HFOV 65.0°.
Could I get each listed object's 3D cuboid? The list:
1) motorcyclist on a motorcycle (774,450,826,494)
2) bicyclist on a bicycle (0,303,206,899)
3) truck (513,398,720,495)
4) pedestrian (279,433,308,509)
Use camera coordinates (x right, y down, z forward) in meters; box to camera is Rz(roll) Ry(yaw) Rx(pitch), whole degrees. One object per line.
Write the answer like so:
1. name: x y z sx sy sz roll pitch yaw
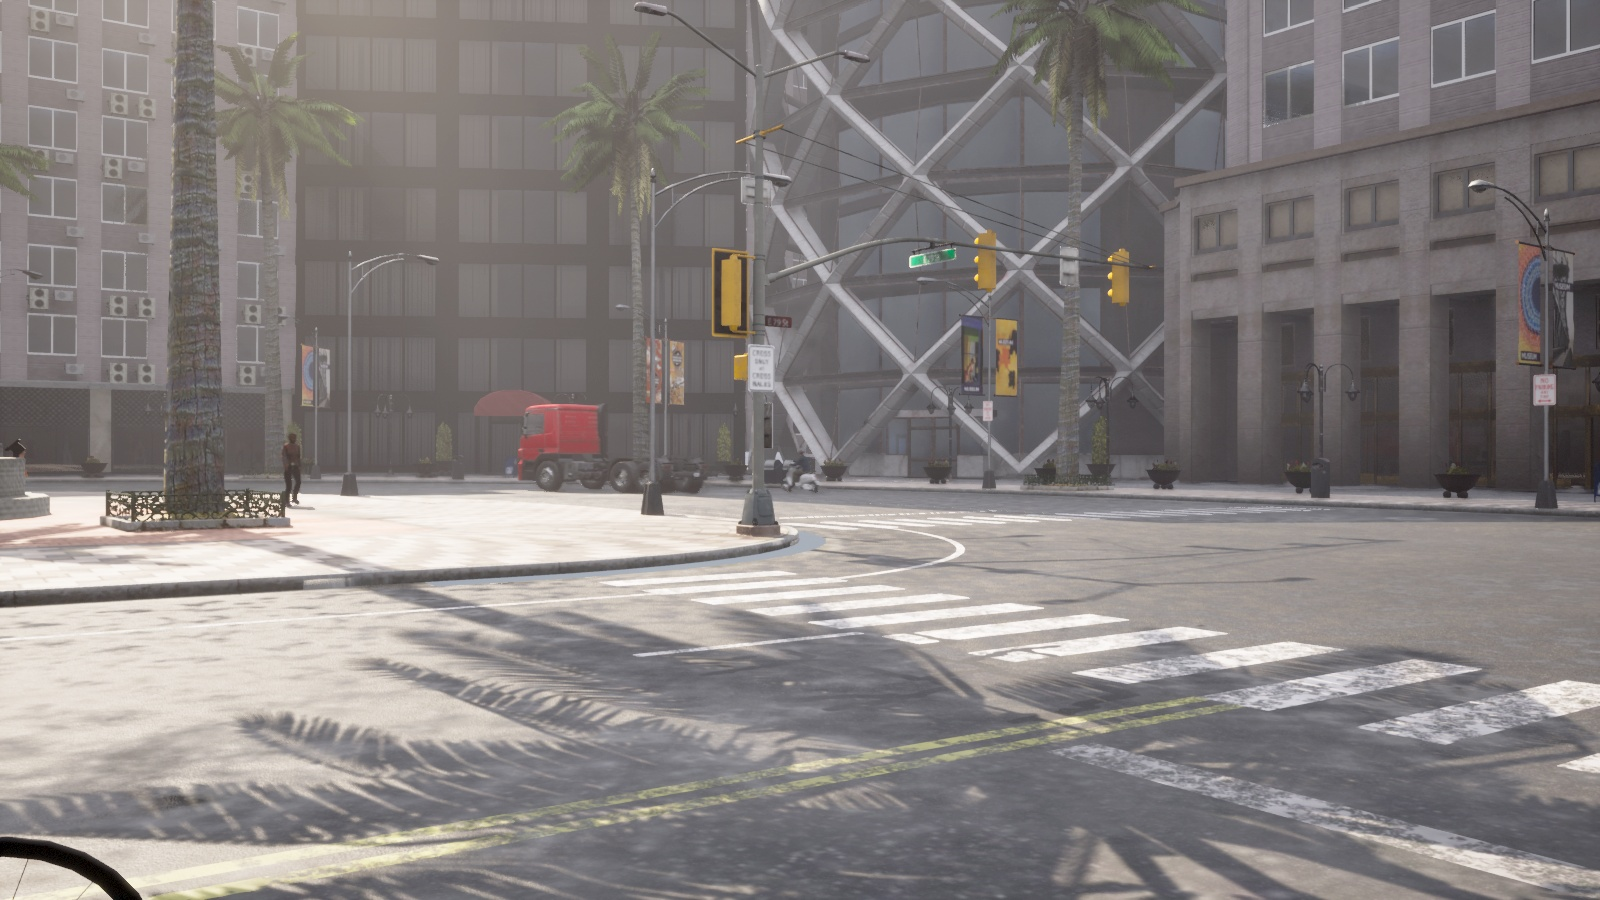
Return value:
1. motorcyclist on a motorcycle: -0.018 0.813 47.069 1.817 1.590 0.866 0 0 41
2. bicyclist on a bicycle: -2.110 0.625 2.206 1.843 1.776 0.659 0 0 -35
3. truck: -7.096 -0.105 47.959 7.936 3.462 2.891 0 0 34
4. pedestrian: -12.223 0.502 30.284 0.328 1.805 0.869 0 0 -45
